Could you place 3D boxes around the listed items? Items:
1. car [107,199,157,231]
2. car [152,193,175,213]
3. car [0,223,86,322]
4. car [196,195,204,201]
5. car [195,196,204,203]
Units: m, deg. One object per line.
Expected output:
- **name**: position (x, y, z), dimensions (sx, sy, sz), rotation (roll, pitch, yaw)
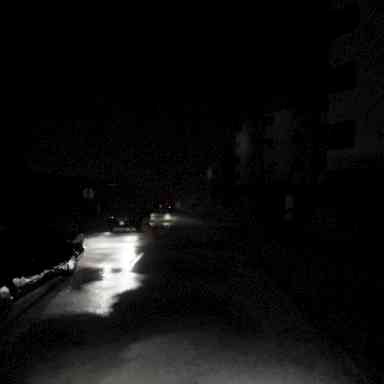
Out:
- **car**: position (-3.642, 1.380, 19.988), dimensions (2.128, 1.511, 4.902), rotation (2, 0, 1)
- **car**: position (-3.139, 1.111, 36.866), dimensions (2.150, 2.045, 5.566), rotation (2, 0, 1)
- **car**: position (-3.957, 1.428, 7.212), dimensions (2.033, 1.411, 5.357), rotation (2, 0, 1)
- **car**: position (1.985, 1.566, 83.891), dimensions (1.895, 1.301, 4.718), rotation (2, 0, 1)
- **car**: position (1.743, 1.591, 73.863), dimensions (1.994, 1.385, 4.181), rotation (2, 0, 1)
